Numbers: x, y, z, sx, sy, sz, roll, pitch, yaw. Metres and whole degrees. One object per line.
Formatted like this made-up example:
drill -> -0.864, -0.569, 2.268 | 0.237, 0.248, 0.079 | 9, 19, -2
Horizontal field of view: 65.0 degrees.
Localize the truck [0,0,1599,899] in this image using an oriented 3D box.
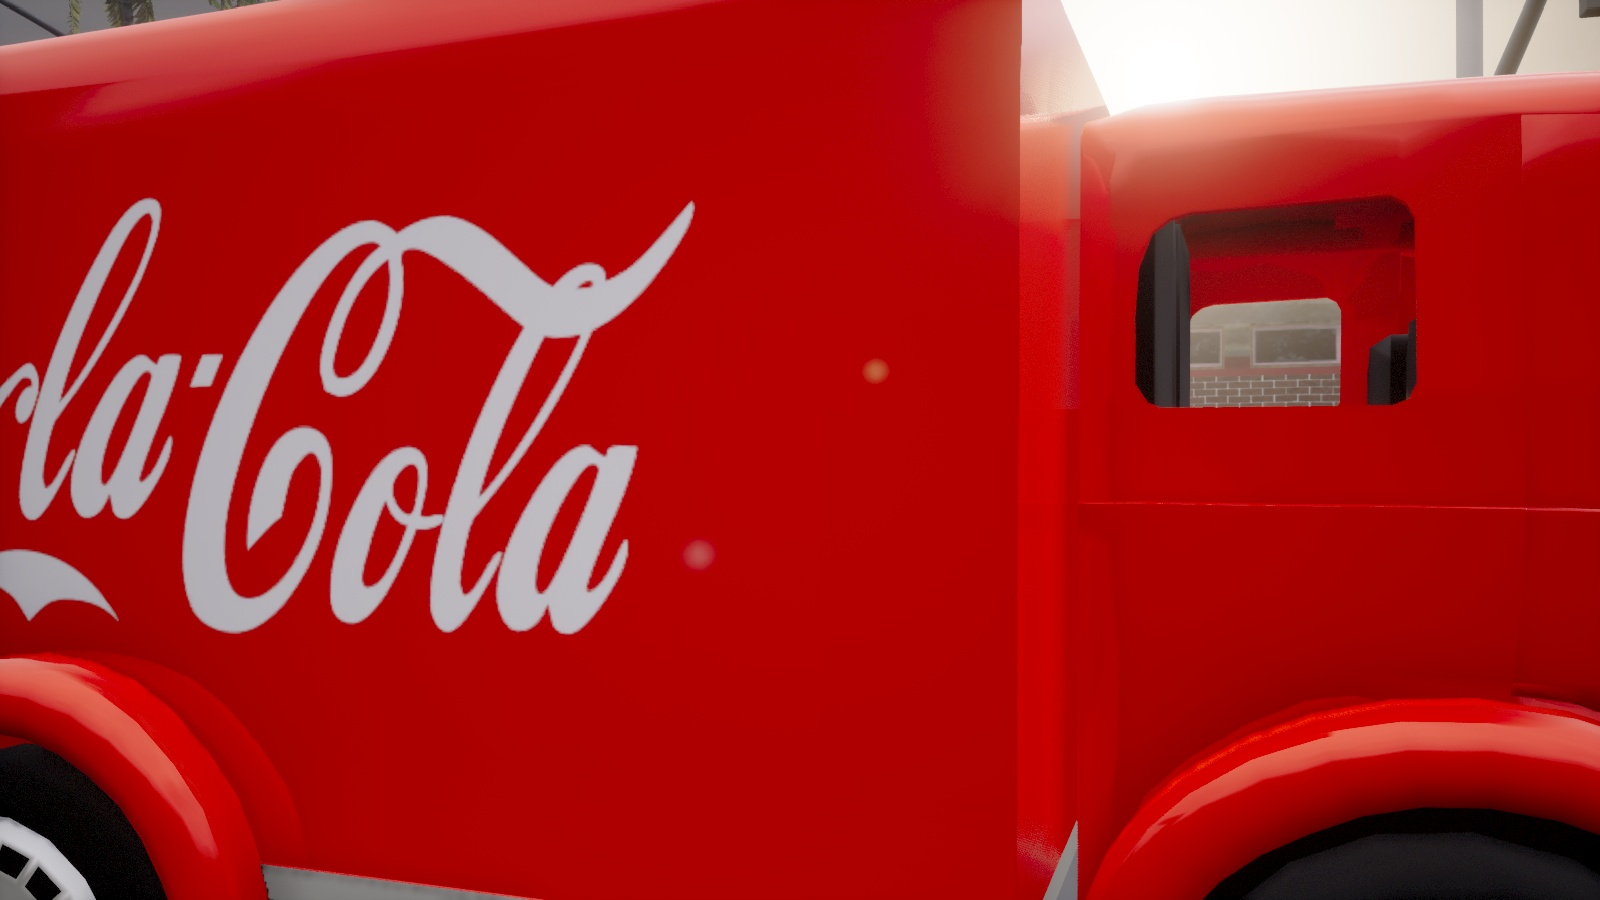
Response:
truck -> -0.068, 0.283, 3.233 | 5.204, 2.467, 2.627 | 1, 1, 20
